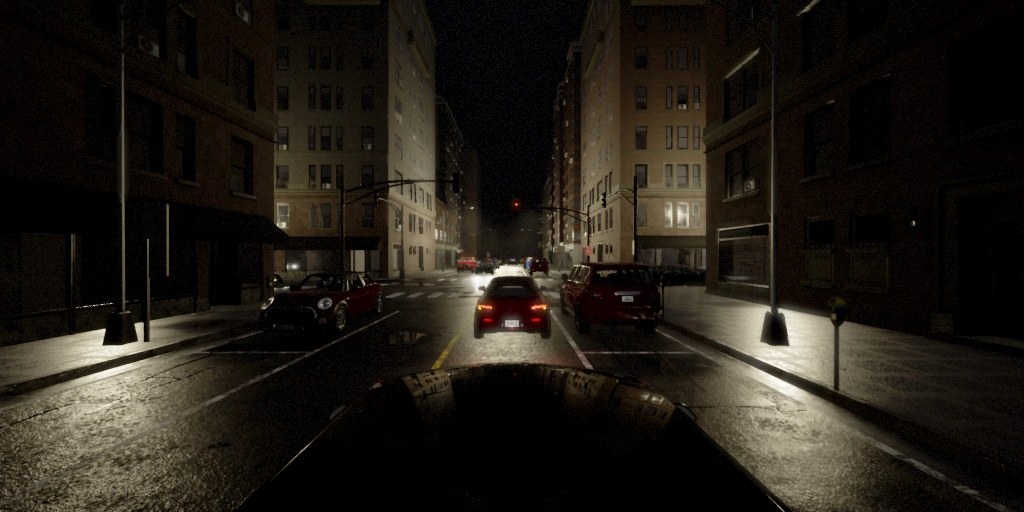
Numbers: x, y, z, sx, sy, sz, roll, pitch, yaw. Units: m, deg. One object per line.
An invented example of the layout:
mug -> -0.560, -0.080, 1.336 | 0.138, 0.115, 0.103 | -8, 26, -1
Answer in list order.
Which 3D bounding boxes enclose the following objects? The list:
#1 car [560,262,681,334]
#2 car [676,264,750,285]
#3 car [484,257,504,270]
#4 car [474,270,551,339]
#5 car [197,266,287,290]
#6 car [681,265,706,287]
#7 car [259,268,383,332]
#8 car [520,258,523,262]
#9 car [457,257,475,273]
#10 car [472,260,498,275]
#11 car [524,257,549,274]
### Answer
car -> 2.652, 1.064, 10.591 | 2.192, 1.841, 5.009 | 0, 0, 0
car -> 14.290, 1.270, 25.666 | 4.181, 1.385, 1.994 | 0, 0, 0
car -> -2.750, 1.293, 53.765 | 2.033, 1.411, 5.357 | 0, 0, 0
car -> 0.022, 1.275, 9.947 | 1.812, 1.442, 4.674 | 0, 0, 1
car -> -17.076, 1.361, 22.846 | 4.181, 1.385, 1.994 | 0, 0, 0
car -> 10.131, 1.266, 22.391 | 5.357, 1.411, 2.033 | 0, 0, -6
car -> -5.373, 1.189, 10.606 | 1.967, 1.591, 4.097 | 0, 0, 0
car -> 2.786, 1.060, 54.159 | 2.192, 1.841, 5.009 | 0, 0, 0
car -> -5.341, 1.062, 43.166 | 2.192, 1.841, 5.009 | 0, 0, 0
car -> -2.782, 1.348, 37.817 | 1.895, 1.301, 4.718 | 0, 0, 0
car -> 2.767, 1.062, 37.647 | 2.192, 1.841, 5.009 | 0, 0, 0
